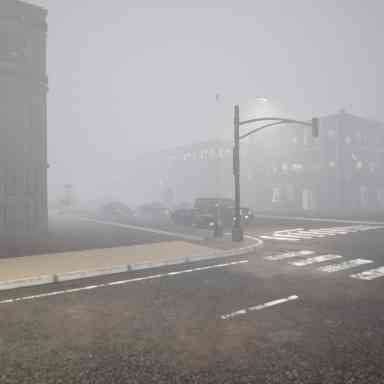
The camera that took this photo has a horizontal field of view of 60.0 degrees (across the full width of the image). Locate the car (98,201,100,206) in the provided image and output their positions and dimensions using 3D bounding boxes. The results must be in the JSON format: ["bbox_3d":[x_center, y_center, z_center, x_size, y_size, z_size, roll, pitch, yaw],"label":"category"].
[{"bbox_3d":[-10.059,2.064,43.031,1.895,1.301,4.718,-1,0,-35],"label":"car"}]

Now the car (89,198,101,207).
[{"bbox_3d":[-17.090,1.940,62.894,2.192,1.841,5.009,-1,0,-35],"label":"car"}]

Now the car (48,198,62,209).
[{"bbox_3d":[-23.819,2.232,57.904,1.752,1.417,4.829,-1,0,-35],"label":"car"}]

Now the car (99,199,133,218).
[{"bbox_3d":[-7.901,1.846,35.474,1.967,1.590,4.097,-1,0,-35],"label":"car"}]

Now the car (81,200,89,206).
[{"bbox_3d":[-20.288,2.227,67.408,1.887,1.381,4.507,-1,0,-35],"label":"car"}]

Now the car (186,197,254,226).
[{"bbox_3d":[2.238,1.443,25.676,2.150,2.045,5.566,-1,0,-35],"label":"car"}]

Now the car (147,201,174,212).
[{"bbox_3d":[-4.268,1.966,44.840,1.802,1.307,4.206,-2,0,-35],"label":"car"}]

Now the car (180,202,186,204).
[{"bbox_3d":[-1.066,1.904,40.327,1.802,1.307,4.206,-2,0,-35],"label":"car"}]

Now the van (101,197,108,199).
[{"bbox_3d":[-13.885,1.907,58.381,1.690,1.788,3.998,-1,0,-35],"label":"van"}]

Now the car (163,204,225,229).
[{"bbox_3d":[0.034,1.814,24.088,1.947,1.339,4.313,-1,0,-35],"label":"car"}]

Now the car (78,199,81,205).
[{"bbox_3d":[-26.695,2.364,76.436,1.947,1.339,4.313,-1,0,-35],"label":"car"}]

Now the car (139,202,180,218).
[{"bbox_3d":[-3.767,1.831,34.145,2.128,1.511,4.902,-1,0,-35],"label":"car"}]

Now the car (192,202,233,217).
[{"bbox_3d":[2.138,1.809,35.812,2.008,1.369,4.403,-2,0,-35],"label":"car"}]

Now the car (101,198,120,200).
[{"bbox_3d":[-11.898,2.041,51.150,1.812,1.442,4.674,-1,0,-35],"label":"car"}]
